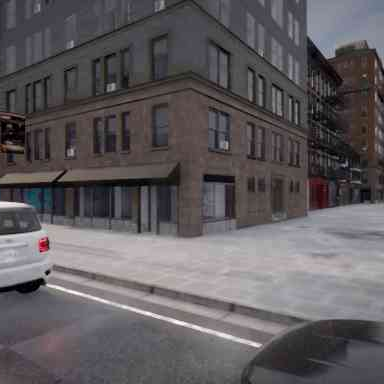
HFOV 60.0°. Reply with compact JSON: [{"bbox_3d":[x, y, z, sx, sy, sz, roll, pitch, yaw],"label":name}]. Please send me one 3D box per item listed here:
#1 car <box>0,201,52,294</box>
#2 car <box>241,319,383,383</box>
[{"bbox_3d":[-5.472,1.221,7.580,5.566,2.045,2.150,0,0,36],"label":"car"},{"bbox_3d":[2.598,1.505,1.834,4.892,1.490,1.837,0,0,36],"label":"car"}]
